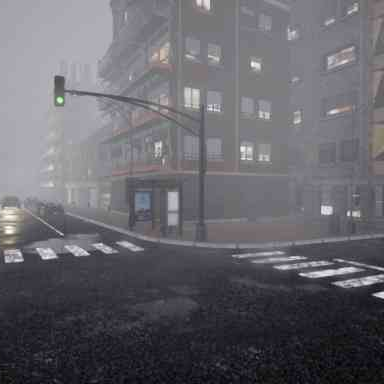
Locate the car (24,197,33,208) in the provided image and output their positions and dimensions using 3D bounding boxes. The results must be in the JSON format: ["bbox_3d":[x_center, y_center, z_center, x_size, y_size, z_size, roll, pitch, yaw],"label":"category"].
[{"bbox_3d":[-23.758,1.435,49.188,1.967,1.590,4.097,0,0,-30],"label":"car"}]

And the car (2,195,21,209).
[{"bbox_3d":[-24.432,1.348,45.018,2.097,1.767,4.553,0,0,-30],"label":"car"}]

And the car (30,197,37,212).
[{"bbox_3d":[-15.295,1.541,34.540,1.887,1.381,4.507,0,0,-30],"label":"car"}]

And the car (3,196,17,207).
[{"bbox_3d":[-29.336,1.472,53.477,1.882,1.535,5.008,0,0,-30],"label":"car"}]

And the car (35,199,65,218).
[{"bbox_3d":[-12.475,1.547,29.658,2.008,1.369,4.403,0,0,-30],"label":"car"}]
